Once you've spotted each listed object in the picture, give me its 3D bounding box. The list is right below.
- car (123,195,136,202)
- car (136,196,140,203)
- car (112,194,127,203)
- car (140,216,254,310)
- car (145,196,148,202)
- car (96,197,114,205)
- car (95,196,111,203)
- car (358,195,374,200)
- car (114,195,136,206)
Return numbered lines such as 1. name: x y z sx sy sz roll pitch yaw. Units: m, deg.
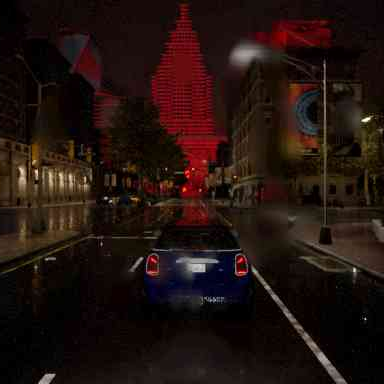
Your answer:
1. car: -14.727 1.525 78.480 2.128 1.511 4.902 0 0 0
2. car: -11.300 1.478 65.943 1.882 1.535 5.008 0 0 1
3. car: -14.764 1.352 68.079 2.097 1.767 4.553 0 0 0
4. car: 0.101 1.352 7.960 2.097 1.767 4.553 0 0 0
5. car: -11.236 1.552 75.816 1.994 1.385 4.181 0 0 0
6. car: -14.876 1.547 57.969 2.033 1.411 5.357 0 0 0
7. car: -18.015 1.595 67.472 1.895 1.301 4.718 0 0 0
8. car: 34.684 1.481 68.681 2.231 1.521 4.892 0 0 0
9. car: -11.386 1.526 56.795 1.812 1.442 4.674 0 0 0
